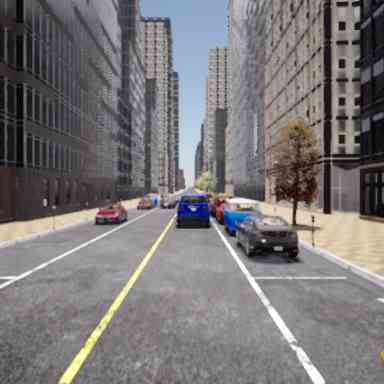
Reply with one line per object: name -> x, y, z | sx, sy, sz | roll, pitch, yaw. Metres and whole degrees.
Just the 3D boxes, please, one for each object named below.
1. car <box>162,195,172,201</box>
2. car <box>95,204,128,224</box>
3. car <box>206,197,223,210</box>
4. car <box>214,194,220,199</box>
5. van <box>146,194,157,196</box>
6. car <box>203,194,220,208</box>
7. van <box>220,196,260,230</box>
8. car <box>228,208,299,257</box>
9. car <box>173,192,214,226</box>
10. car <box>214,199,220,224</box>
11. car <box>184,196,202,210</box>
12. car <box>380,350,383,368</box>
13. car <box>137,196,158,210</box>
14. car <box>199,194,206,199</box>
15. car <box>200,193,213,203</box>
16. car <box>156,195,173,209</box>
car -> -5.693, 1.279, 75.213 | 1.947, 1.339, 4.313 | 0, 0, 0
car -> -5.691, 1.511, 23.937 | 1.802, 1.307, 4.206 | 0, 0, 0
car -> 2.689, 1.388, 41.196 | 1.752, 1.417, 4.829 | 0, 0, 0
car -> 2.689, 1.222, 29.632 | 2.192, 1.841, 5.009 | 0, 0, 0
van -> -5.692, 1.182, 46.725 | 1.690, 1.788, 3.998 | 0, 0, 0
car -> 2.689, 1.156, 46.724 | 2.192, 1.841, 5.009 | 0, 0, 0
van -> 2.689, 1.290, 18.237 | 1.690, 1.788, 3.998 | 0, 0, 0
car -> 2.689, 1.518, 12.540 | 2.008, 1.369, 4.403 | 0, 0, 0
car -> 0.092, 1.155, 23.127 | 2.150, 2.045, 5.566 | 0, 0, 0
car -> 2.689, 1.474, 23.936 | 1.887, 1.381, 4.507 | 0, 0, 0
car -> 0.097, 1.353, 41.617 | 2.128, 1.511, 4.902 | 0, 0, 0
car -> 2.689, 1.522, 1.315 | 1.752, 1.417, 4.829 | 0, 0, 0
car -> -5.692, 1.445, 41.027 | 1.802, 1.307, 4.206 | 0, 0, 0
car -> 2.688, 1.196, 86.607 | 1.887, 1.381, 4.507 | 0, 0, 0
car -> 2.689, 1.084, 63.814 | 2.192, 1.841, 5.009 | 0, 0, 0
car -> -3.092, 1.349, 42.598 | 2.128, 1.511, 4.902 | 0, 0, 0
